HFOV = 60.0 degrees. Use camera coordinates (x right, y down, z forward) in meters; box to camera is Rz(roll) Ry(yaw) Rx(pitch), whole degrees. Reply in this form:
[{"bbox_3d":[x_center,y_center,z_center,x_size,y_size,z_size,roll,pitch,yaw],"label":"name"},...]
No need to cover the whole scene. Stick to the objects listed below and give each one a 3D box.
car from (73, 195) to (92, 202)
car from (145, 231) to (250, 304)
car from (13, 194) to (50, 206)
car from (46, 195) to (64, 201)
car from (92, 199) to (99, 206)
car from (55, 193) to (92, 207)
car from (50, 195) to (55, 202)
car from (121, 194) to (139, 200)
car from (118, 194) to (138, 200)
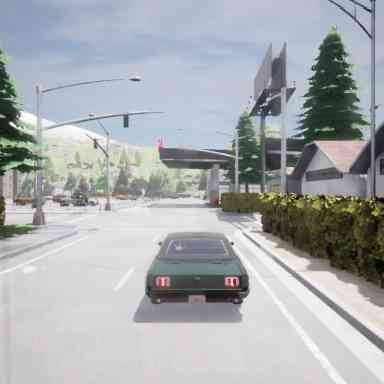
[{"bbox_3d":[-23.989,1.342,72.959,3.633,1.501,1.845,0,0,0],"label":"car"},{"bbox_3d":[0.100,1.603,8.070,1.895,1.301,4.718,0,0,0],"label":"car"},{"bbox_3d":[-24.626,1.113,50.506,4.605,1.855,1.932,0,0,0],"label":"car"},{"bbox_3d":[-35.043,1.411,84.894,3.806,1.475,1.970,0,0,0],"label":"car"},{"bbox_3d":[-16.147,1.377,50.588,3.806,1.475,1.970,0,0,0],"label":"car"},{"bbox_3d":[-16.741,1.092,47.260,3.866,1.878,1.905,0,0,0],"label":"car"},{"bbox_3d":[-23.979,1.318,62.966,4.514,1.523,2.007,0,0,0],"label":"car"},{"bbox_3d":[-16.445,1.367,87.981,4.514,1.523,2.007,0,0,0],"label":"car"},{"bbox_3d":[-16.377,1.357,84.844,5.027,1.636,2.152,0,0,0],"label":"car"}]
